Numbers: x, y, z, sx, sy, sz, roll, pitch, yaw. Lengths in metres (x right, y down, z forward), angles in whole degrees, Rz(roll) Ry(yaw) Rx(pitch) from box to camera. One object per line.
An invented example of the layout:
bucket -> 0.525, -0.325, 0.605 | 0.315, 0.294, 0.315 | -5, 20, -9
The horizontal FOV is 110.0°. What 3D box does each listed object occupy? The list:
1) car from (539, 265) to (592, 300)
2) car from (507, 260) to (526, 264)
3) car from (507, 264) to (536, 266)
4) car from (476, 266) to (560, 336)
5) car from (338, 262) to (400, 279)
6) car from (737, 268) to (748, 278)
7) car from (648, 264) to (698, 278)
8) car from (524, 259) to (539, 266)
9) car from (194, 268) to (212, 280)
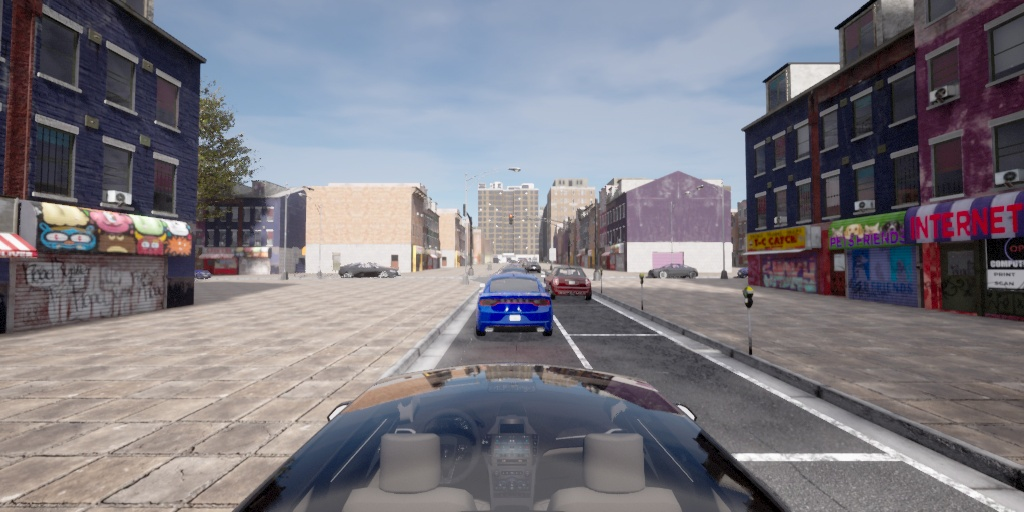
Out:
car -> 2.629, 1.206, 17.793 | 1.967, 1.591, 4.097 | 0, 0, 0
car -> 0.277, 1.430, 39.198 | 1.895, 1.301, 4.718 | 0, 0, 2
car -> 0.093, 1.292, 17.992 | 1.812, 1.442, 4.674 | 0, 0, 0
car -> 0.036, 1.233, 10.471 | 1.882, 1.535, 5.008 | 0, 0, -1
car -> -11.826, 1.257, 29.841 | 4.902, 1.511, 2.128 | 0, -2, 0
car -> 23.049, 1.337, 32.576 | 4.674, 1.442, 1.812 | 0, -2, 0
car -> 14.595, 1.379, 32.628 | 4.181, 1.385, 1.994 | 0, -2, 0
car -> 2.620, 1.420, 44.537 | 1.948, 1.339, 4.313 | 0, 0, 0
car -> -27.849, 1.424, 29.935 | 4.674, 1.442, 1.812 | -1, -2, 0
